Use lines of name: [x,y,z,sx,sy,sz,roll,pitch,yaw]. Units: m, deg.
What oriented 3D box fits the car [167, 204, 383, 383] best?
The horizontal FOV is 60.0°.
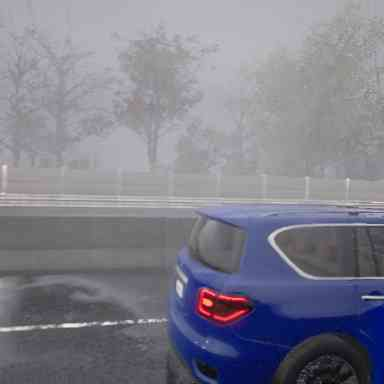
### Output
car: [2.479,1.215,4.296,5.566,2.045,2.150,1,1,-12]
